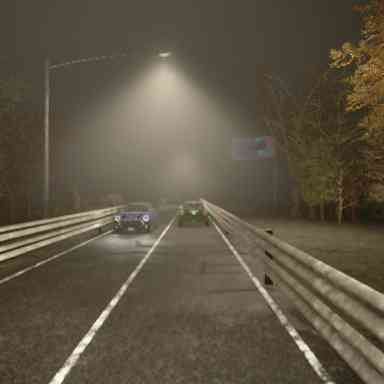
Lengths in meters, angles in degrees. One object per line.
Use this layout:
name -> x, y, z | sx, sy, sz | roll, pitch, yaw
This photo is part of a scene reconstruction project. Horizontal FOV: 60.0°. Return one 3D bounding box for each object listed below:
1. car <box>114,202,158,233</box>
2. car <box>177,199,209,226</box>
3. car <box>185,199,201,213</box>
car -> -3.326, 1.444, 20.322 | 2.097, 1.767, 4.553 | 0, 0, 0
car -> 0.125, 1.463, 24.610 | 2.097, 1.767, 4.553 | 0, 0, 0
car -> 0.130, 1.694, 41.770 | 1.837, 1.490, 4.892 | 0, 0, 0
